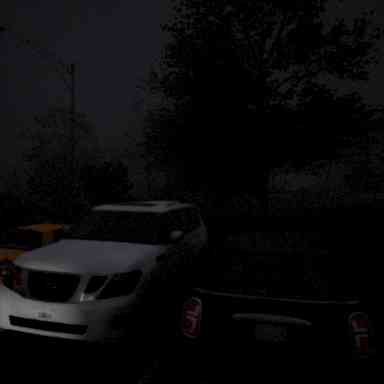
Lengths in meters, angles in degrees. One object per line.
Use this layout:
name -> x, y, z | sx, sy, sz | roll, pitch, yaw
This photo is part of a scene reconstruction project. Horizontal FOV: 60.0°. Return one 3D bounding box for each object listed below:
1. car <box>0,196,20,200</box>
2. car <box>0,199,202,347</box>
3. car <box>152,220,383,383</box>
car -> -8.483, 1.145, 11.941 | 2.435, 2.045, 5.566 | 1, 0, 14
car -> -1.144, 1.229, 6.877 | 2.435, 2.045, 5.566 | 1, 0, 15
car -> 1.284, 1.364, 5.166 | 2.185, 1.767, 4.553 | 0, -1, 15
